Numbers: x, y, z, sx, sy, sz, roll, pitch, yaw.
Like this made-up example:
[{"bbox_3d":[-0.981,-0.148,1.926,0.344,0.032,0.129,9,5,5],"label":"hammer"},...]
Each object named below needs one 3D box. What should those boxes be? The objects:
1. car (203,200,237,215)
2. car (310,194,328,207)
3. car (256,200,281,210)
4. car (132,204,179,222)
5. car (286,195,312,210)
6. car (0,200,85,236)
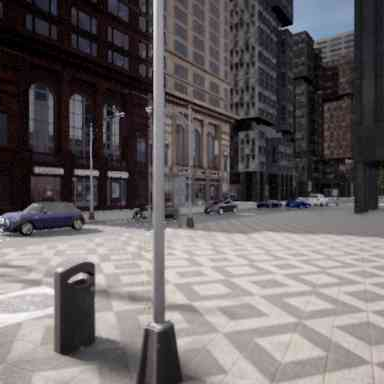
[{"bbox_3d":[3.076,1.585,35.115,1.837,1.490,4.892,0,0,36],"label":"car"},{"bbox_3d":[20.385,1.368,53.985,2.150,2.045,5.566,0,0,37],"label":"car"},{"bbox_3d":[10.504,1.716,45.458,1.895,1.301,4.718,0,0,36],"label":"car"},{"bbox_3d":[-2.866,1.613,26.775,1.994,1.385,4.181,0,0,36],"label":"car"},{"bbox_3d":[14.468,1.598,45.634,1.882,1.535,5.008,0,0,35],"label":"car"},{"bbox_3d":[-8.487,1.371,18.924,2.097,1.767,4.553,0,0,37],"label":"car"}]
